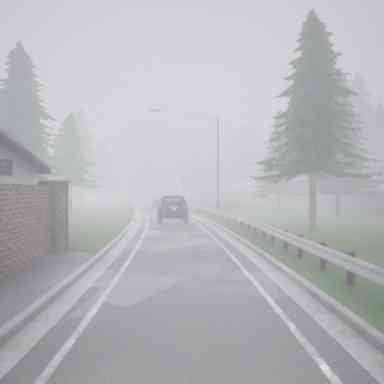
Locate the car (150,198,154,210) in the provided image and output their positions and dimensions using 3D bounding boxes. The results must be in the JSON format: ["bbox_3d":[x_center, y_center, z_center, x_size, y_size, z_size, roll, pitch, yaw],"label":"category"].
[{"bbox_3d":[-4.395,1.503,43.540,2.128,1.511,4.902,0,0,-10],"label":"car"}]

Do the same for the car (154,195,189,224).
[{"bbox_3d":[-1.528,1.228,25.015,2.150,2.045,5.566,0,0,-7],"label":"car"}]
